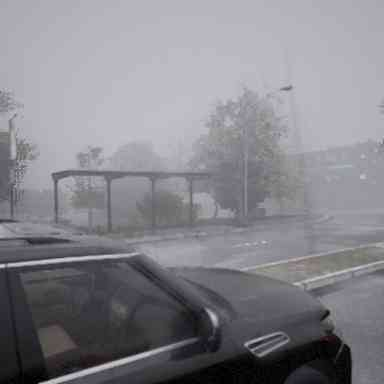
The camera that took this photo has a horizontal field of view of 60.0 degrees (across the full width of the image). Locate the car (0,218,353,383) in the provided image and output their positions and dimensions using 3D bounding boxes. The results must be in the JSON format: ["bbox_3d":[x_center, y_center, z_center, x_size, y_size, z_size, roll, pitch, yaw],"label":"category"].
[{"bbox_3d":[-1.205,1.221,2.267,5.566,2.045,2.150,0,0,-36],"label":"car"}]
